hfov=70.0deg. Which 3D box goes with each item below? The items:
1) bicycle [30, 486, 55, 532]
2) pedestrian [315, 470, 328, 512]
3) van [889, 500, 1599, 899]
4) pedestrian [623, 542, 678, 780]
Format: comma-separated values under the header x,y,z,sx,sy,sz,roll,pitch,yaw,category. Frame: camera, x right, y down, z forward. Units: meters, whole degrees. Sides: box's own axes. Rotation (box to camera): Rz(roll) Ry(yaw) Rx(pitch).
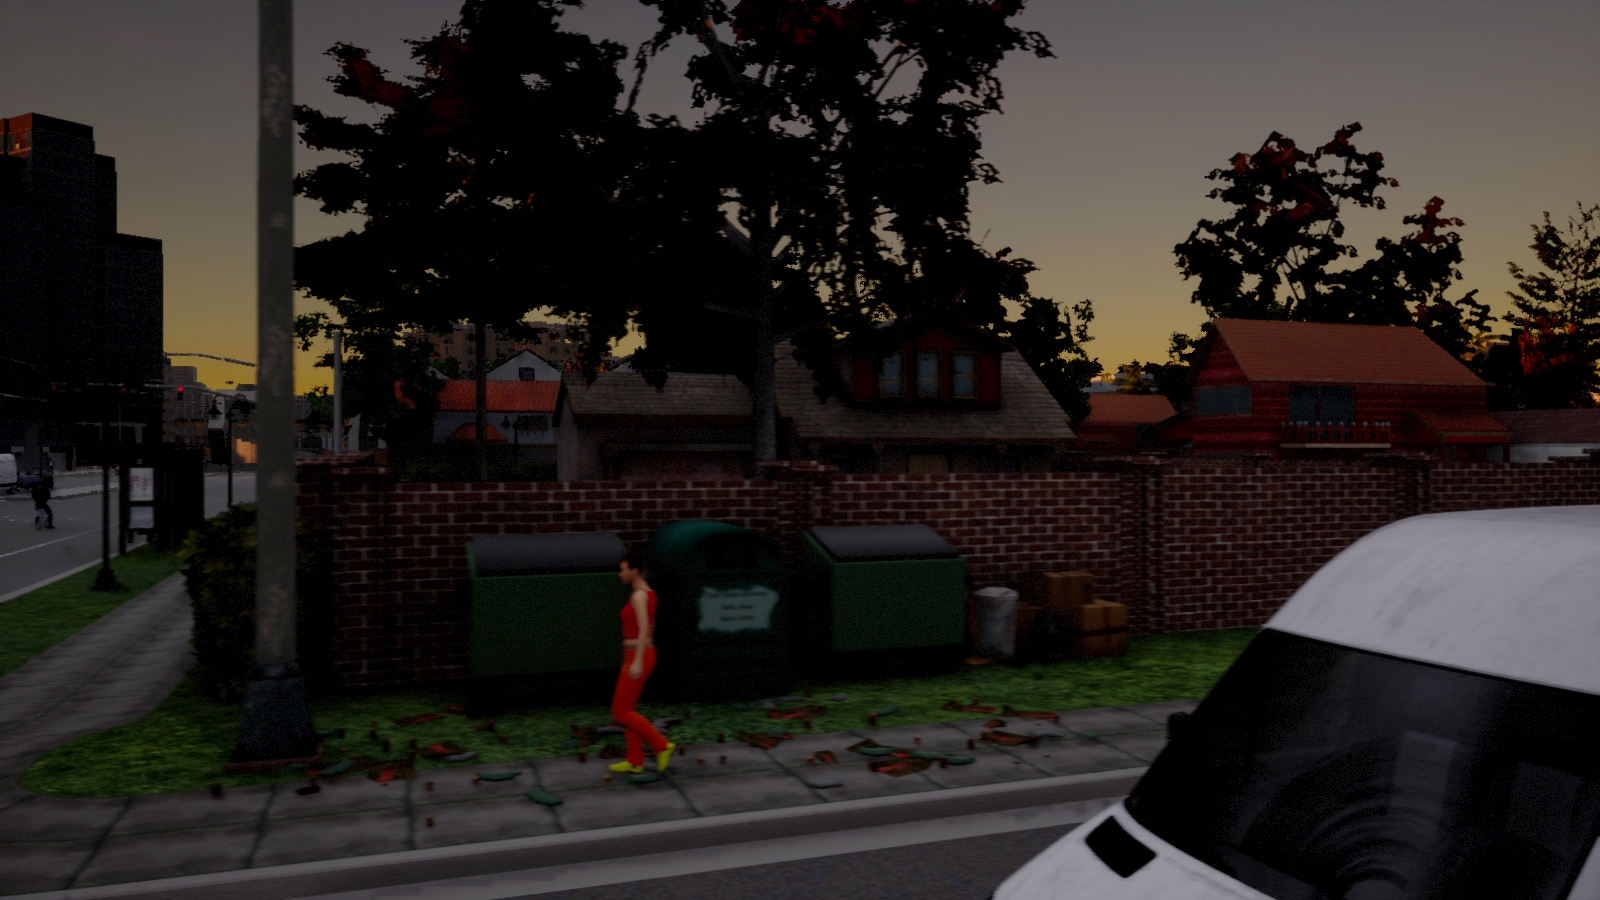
x,y,z,sx,sy,sz,roll,pitch,yaw,category
-26.595,2.049,40.130,0.329,1.496,1.835,0,0,-20,bicycle
-21.740,1.850,51.876,0.375,1.860,0.375,0,0,22,pedestrian
3.469,1.535,4.565,5.915,2.561,1.988,0,0,-20,van
-1.213,1.696,9.299,0.375,1.860,0.375,0,0,3,pedestrian
